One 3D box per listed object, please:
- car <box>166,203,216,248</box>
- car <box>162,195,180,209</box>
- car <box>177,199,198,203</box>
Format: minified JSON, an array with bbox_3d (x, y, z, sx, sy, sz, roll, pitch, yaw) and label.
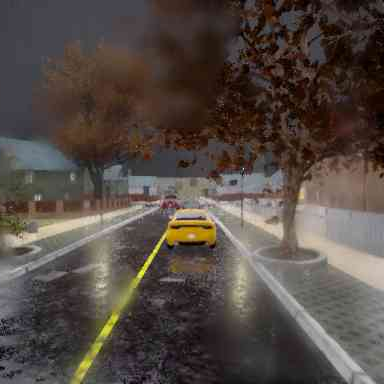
[{"bbox_3d":[-0.021,1.480,14.673,1.882,1.535,5.008,0,0,0],"label":"car"},{"bbox_3d":[-2.813,1.372,45.682,2.150,2.045,5.566,0,0,0],"label":"car"},{"bbox_3d":[-0.041,1.571,29.694,2.033,1.411,5.357,0,0,0],"label":"car"}]
